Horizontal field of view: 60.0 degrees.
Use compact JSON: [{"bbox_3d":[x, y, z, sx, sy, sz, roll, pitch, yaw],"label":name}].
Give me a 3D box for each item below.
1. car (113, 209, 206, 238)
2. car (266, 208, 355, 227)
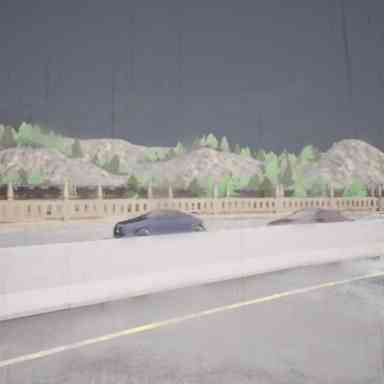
[{"bbox_3d":[-1.437,1.500,15.267,4.181,1.385,1.994,0,0,-30],"label":"car"},{"bbox_3d":[5.468,1.478,15.145,4.674,1.442,1.812,0,0,-27],"label":"car"}]
